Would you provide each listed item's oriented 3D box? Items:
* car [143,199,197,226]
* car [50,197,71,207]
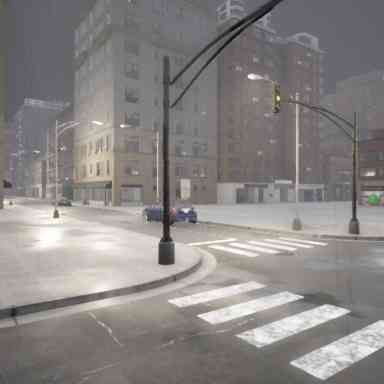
[{"bbox_3d":[-1.616,1.260,23.093,2.097,1.767,4.553,0,0,-36],"label":"car"},{"bbox_3d":[-18.425,1.340,46.615,1.994,1.385,4.181,0,0,-36],"label":"car"}]
